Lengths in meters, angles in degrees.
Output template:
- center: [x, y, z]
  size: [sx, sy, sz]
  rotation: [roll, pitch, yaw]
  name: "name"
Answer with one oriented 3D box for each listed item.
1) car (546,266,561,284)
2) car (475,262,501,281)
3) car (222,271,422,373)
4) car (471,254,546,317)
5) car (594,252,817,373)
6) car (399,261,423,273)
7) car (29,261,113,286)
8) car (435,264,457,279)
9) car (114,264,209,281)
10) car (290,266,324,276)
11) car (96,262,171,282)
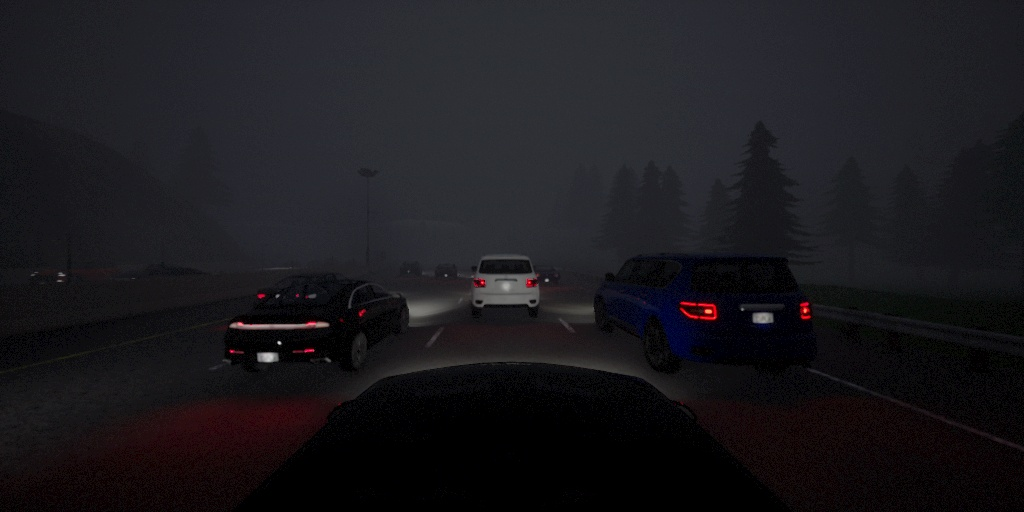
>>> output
- center: [2.055, 1.312, 25.955]
  size: [1.895, 1.301, 4.718]
  rotation: [0, 0, -7]
  name: "car"
- center: [-2.158, 1.276, 31.002]
  size: [1.994, 1.385, 4.181]
  rotation: [0, 0, -8]
  name: "car"
- center: [-3.591, 1.240, 7.587]
  size: [2.128, 1.511, 4.902]
  rotation: [0, 0, -2]
  name: "car"
- center: [-0.324, 0.955, 13.216]
  size: [2.150, 2.045, 5.566]
  rotation: [0, 0, -3]
  name: "car"
- center: [3.427, 0.956, 7.702]
  size: [2.150, 2.045, 5.566]
  rotation: [0, 0, -2]
  name: "car"
- center: [-9.958, 1.213, 35.556]
  size: [2.128, 1.511, 4.902]
  rotation: [0, 0, -9]
  name: "car"
- center: [-29.737, 1.129, 24.689]
  size: [2.097, 1.767, 4.553]
  rotation: [0, 0, -8]
  name: "car"
- center: [-5.826, 1.319, 32.059]
  size: [1.895, 1.301, 4.718]
  rotation: [0, 0, -8]
  name: "car"
- center: [-18.604, 1.325, 19.734]
  size: [1.994, 1.385, 4.181]
  rotation: [0, 0, -6]
  name: "car"
- center: [-7.344, 1.295, 13.639]
  size: [2.033, 1.411, 5.357]
  rotation: [0, 0, -4]
  name: "car"
- center: [-22.424, 1.257, 22.671]
  size: [2.128, 1.511, 4.902]
  rotation: [0, 0, -7]
  name: "car"
